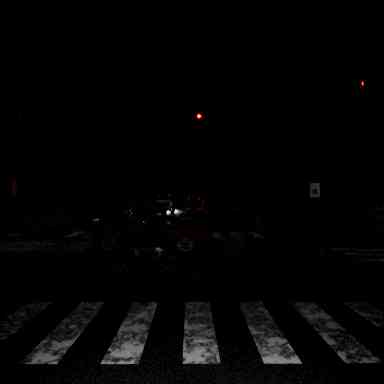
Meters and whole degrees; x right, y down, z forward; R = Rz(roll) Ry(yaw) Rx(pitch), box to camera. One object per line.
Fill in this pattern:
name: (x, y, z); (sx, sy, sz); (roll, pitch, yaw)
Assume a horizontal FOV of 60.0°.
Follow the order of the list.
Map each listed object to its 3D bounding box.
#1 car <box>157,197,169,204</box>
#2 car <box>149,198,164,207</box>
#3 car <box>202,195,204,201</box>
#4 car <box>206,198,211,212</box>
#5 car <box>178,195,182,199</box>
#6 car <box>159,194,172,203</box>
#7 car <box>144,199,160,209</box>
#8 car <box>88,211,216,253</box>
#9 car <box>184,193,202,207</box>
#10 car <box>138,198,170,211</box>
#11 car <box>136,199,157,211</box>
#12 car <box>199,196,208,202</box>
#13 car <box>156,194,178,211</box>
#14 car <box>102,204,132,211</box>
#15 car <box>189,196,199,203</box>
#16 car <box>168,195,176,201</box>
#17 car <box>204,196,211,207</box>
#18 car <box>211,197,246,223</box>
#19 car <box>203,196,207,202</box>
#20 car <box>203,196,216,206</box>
car: (-5.519, 1.635, 63.416); (1.802, 1.307, 4.206); (0, 0, 0)
car: (-5.561, 1.623, 52.501); (1.802, 1.307, 4.206); (0, 0, 0)
car: (2.964, 1.481, 52.475); (1.967, 1.590, 4.097); (0, 0, 0)
car: (2.900, 1.588, 36.105); (1.947, 1.339, 4.313); (0, 0, 0)
car: (-2.913, 1.525, 46.131); (2.128, 1.511, 4.902); (0, 0, 0)
car: (-5.497, 1.375, 68.873); (2.192, 1.841, 5.009); (0, 0, 0)
car: (-5.583, 1.616, 47.044); (1.802, 1.307, 4.206); (0, 0, 0)
car: (-1.592, 1.604, 13.256); (4.718, 1.301, 1.895); (1, 0, 0)
car: (0.305, 1.254, 53.799); (2.150, 2.045, 5.566); (0, -1, 0)
car: (-3.004, 1.489, 25.620); (1.882, 1.535, 5.008); (0, 0, 0)
car: (-5.604, 1.579, 41.587); (2.008, 1.369, 4.403); (0, 0, 0)
car: (2.647, 1.573, 75.849); (1.837, 1.490, 4.892); (0, 0, 0)
car: (-2.963, 1.243, 35.687); (2.150, 2.045, 5.566); (0, 0, 0)
car: (-5.668, 1.576, 25.217); (1.947, 1.339, 4.313); (0, 0, 0)
car: (0.367, 1.622, 69.718); (1.994, 1.385, 4.181); (0, 0, 0)
car: (-5.412, 1.533, 90.701); (1.967, 1.590, 4.097); (0, 0, 0)
car: (2.921, 1.579, 41.561); (2.008, 1.369, 4.403); (0, 0, 0)
car: (2.857, 1.326, 25.193); (2.192, 1.841, 5.009); (0, 0, 0)
car: (2.942, 1.585, 47.018); (2.008, 1.369, 4.403); (0, 0, 0)
car: (2.985, 1.487, 57.931); (1.967, 1.590, 4.097); (0, 0, 0)
